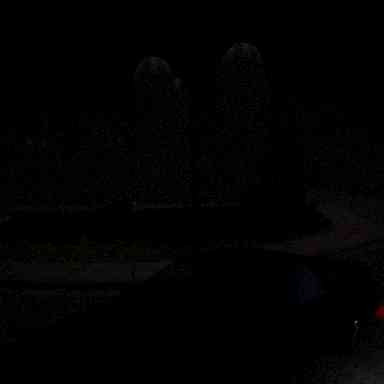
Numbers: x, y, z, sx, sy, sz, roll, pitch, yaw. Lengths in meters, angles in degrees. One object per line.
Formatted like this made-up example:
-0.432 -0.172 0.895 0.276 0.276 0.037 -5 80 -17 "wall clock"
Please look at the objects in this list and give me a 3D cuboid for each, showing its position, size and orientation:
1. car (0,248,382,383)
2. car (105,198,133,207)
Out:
0.506 1.524 4.289 5.357 1.411 2.033 -2 0 -39 "car"
-9.632 1.634 44.329 2.242 1.667 4.611 -2 0 16 "car"
